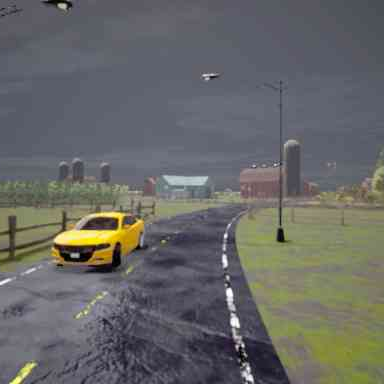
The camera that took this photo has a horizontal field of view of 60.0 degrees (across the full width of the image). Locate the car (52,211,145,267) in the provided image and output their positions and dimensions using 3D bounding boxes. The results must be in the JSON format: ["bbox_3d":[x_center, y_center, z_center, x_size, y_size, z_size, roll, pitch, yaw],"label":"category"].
[{"bbox_3d":[-3.007,1.474,11.631,1.882,1.535,5.008,0,0,5],"label":"car"}]
